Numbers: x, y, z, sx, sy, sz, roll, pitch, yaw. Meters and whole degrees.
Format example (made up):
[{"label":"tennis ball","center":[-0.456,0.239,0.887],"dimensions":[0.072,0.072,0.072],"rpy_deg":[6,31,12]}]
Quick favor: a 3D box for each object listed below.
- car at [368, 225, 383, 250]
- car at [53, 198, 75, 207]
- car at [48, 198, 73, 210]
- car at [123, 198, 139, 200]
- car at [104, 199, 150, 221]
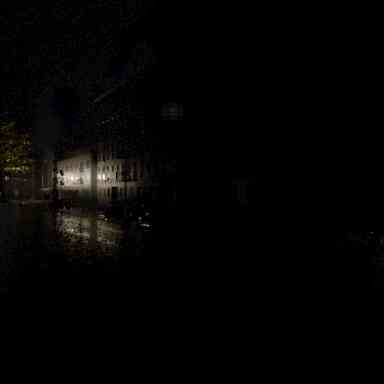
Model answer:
[{"label":"car","center":[8.979,1.526,11.912],"dimensions":[1.837,1.490,4.892],"rpy_deg":[1,0,-36]},{"label":"car","center":[-20.492,1.648,53.013],"dimensions":[2.033,1.411,5.357],"rpy_deg":[1,-1,-35]},{"label":"car","center":[-17.665,1.616,44.188],"dimensions":[2.033,1.411,5.357],"rpy_deg":[1,0,-36]},{"label":"car","center":[-6.689,1.419,33.771],"dimensions":[2.097,1.767,4.553],"rpy_deg":[1,0,-36]},{"label":"car","center":[-5.414,1.582,26.926],"dimensions":[2.033,1.411,5.357],"rpy_deg":[1,0,-36]}]
